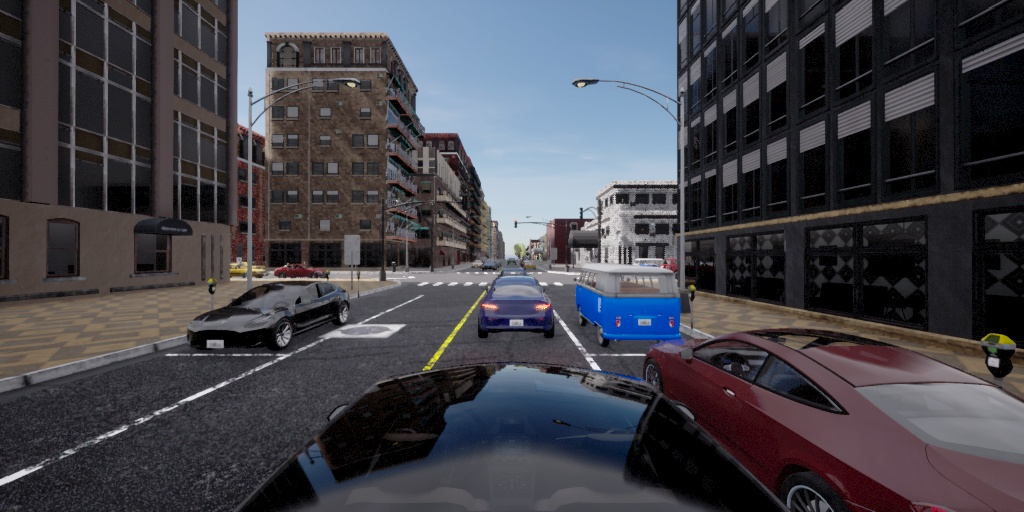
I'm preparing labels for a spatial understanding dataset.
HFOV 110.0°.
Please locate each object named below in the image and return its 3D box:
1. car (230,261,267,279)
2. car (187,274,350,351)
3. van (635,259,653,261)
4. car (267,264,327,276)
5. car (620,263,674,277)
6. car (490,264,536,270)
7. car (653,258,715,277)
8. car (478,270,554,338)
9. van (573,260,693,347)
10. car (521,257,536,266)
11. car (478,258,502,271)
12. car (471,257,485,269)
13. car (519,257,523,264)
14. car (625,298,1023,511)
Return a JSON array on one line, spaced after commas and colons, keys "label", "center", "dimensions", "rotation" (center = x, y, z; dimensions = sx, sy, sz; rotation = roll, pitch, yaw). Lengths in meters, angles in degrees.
[{"label": "car", "center": [-22.967, 1.215, 29.818], "dimensions": [4.829, 1.417, 1.751], "rotation": [0, 0, 0]}, {"label": "car", "center": [-5.692, 1.317, 9.055], "dimensions": [1.948, 1.339, 4.313], "rotation": [0, 0, 0]}, {"label": "van", "center": [14.887, 1.174, 38.299], "dimensions": [3.998, 1.789, 1.690], "rotation": [0, 0, 0]}, {"label": "car", "center": [-17.474, 1.283, 29.833], "dimensions": [4.207, 1.307, 1.802], "rotation": [0, 0, 0]}, {"label": "car", "center": [13.394, 1.417, 35.729], "dimensions": [4.718, 1.301, 1.895], "rotation": [0, 0, 1]}, {"label": "car", "center": [0.088, 1.317, 18.482], "dimensions": [1.994, 1.385, 4.181], "rotation": [0, 0, 0]}, {"label": "car", "center": [14.912, 1.107, 29.919], "dimensions": [5.009, 1.841, 2.192], "rotation": [0, 0, 0]}, {"label": "car", "center": [0.099, 1.277, 10.031], "dimensions": [1.812, 1.442, 4.674], "rotation": [0, 0, 0]}, {"label": "van", "center": [2.655, 1.092, 9.031], "dimensions": [1.690, 1.789, 3.998], "rotation": [0, 0, 0]}, {"label": "car", "center": [2.677, 1.309, 53.987], "dimensions": [1.751, 1.417, 4.829], "rotation": [0, 0, 0]}, {"label": "car", "center": [-3.074, 1.327, 50.662], "dimensions": [2.033, 1.411, 5.357], "rotation": [0, 0, 3]}, {"label": "car", "center": [-5.706, 1.316, 59.183], "dimensions": [1.751, 1.417, 4.829], "rotation": [0, 0, 0]}, {"label": "car", "center": [2.674, 1.380, 64.896], "dimensions": [1.802, 1.307, 4.207], "rotation": [0, 0, 0]}, {"label": "car", "center": [2.657, 1.332, 3.342], "dimensions": [1.802, 1.307, 4.207], "rotation": [0, 0, 0]}]
